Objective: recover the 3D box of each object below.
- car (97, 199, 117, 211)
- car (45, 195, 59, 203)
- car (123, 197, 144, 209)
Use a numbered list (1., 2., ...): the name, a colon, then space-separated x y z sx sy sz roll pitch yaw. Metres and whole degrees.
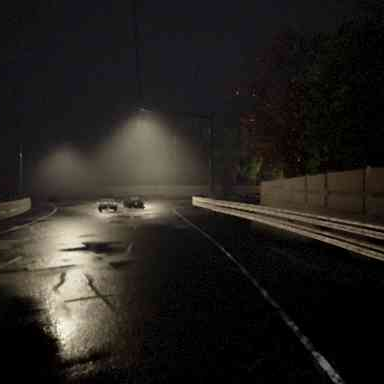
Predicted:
1. car: -9.364 1.381 36.473 1.895 1.301 4.718 0 0 -19
2. car: -25.773 1.206 61.183 1.812 1.442 4.674 0 0 -34
3. car: -7.175 1.305 40.488 1.994 1.385 4.181 0 0 -20
